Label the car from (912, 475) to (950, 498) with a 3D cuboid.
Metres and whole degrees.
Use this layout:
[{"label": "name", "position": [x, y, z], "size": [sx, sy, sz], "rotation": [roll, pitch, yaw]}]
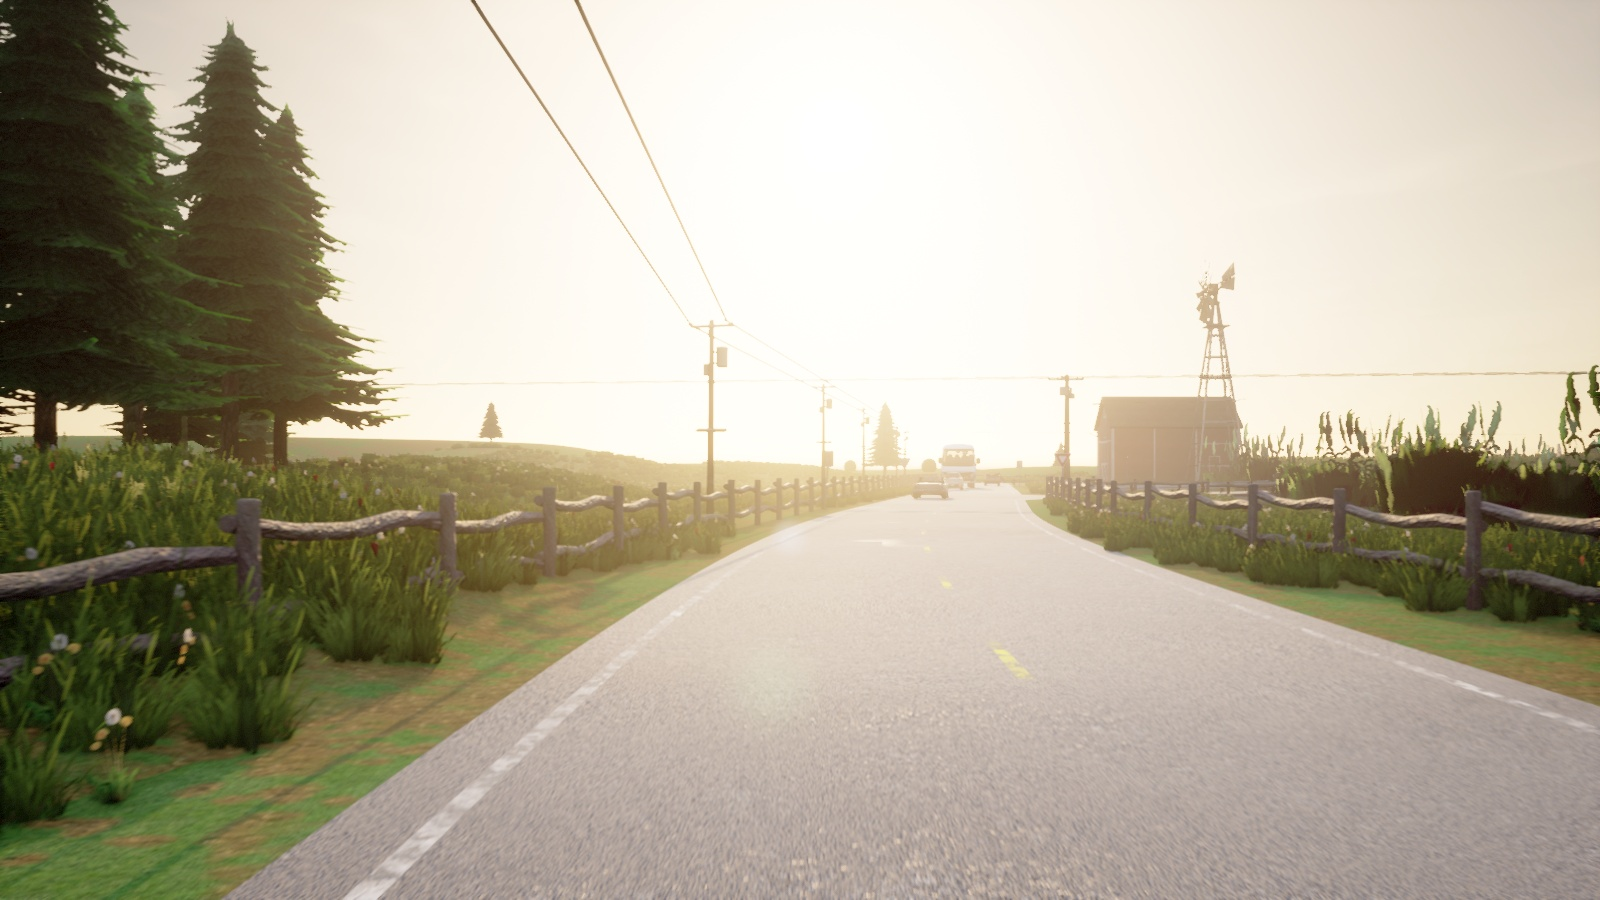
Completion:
[{"label": "car", "position": [7.613, 2.101, 72.643], "size": [1.895, 1.301, 4.718], "rotation": [0, -1, 9]}]
